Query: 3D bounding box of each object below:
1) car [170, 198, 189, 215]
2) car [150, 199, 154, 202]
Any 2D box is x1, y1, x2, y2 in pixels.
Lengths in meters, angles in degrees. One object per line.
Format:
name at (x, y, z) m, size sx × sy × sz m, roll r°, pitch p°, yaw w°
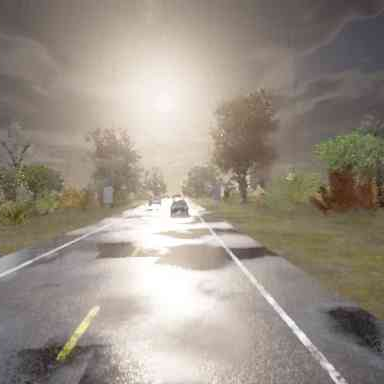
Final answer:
car at (-1.309, 1.609, 34.498) m, size 1.895 × 1.301 × 4.718 m, roll -2°, pitch 0°, yaw -2°
car at (-5.457, 1.330, 49.679) m, size 2.128 × 1.511 × 4.902 m, roll -2°, pitch 0°, yaw -2°
